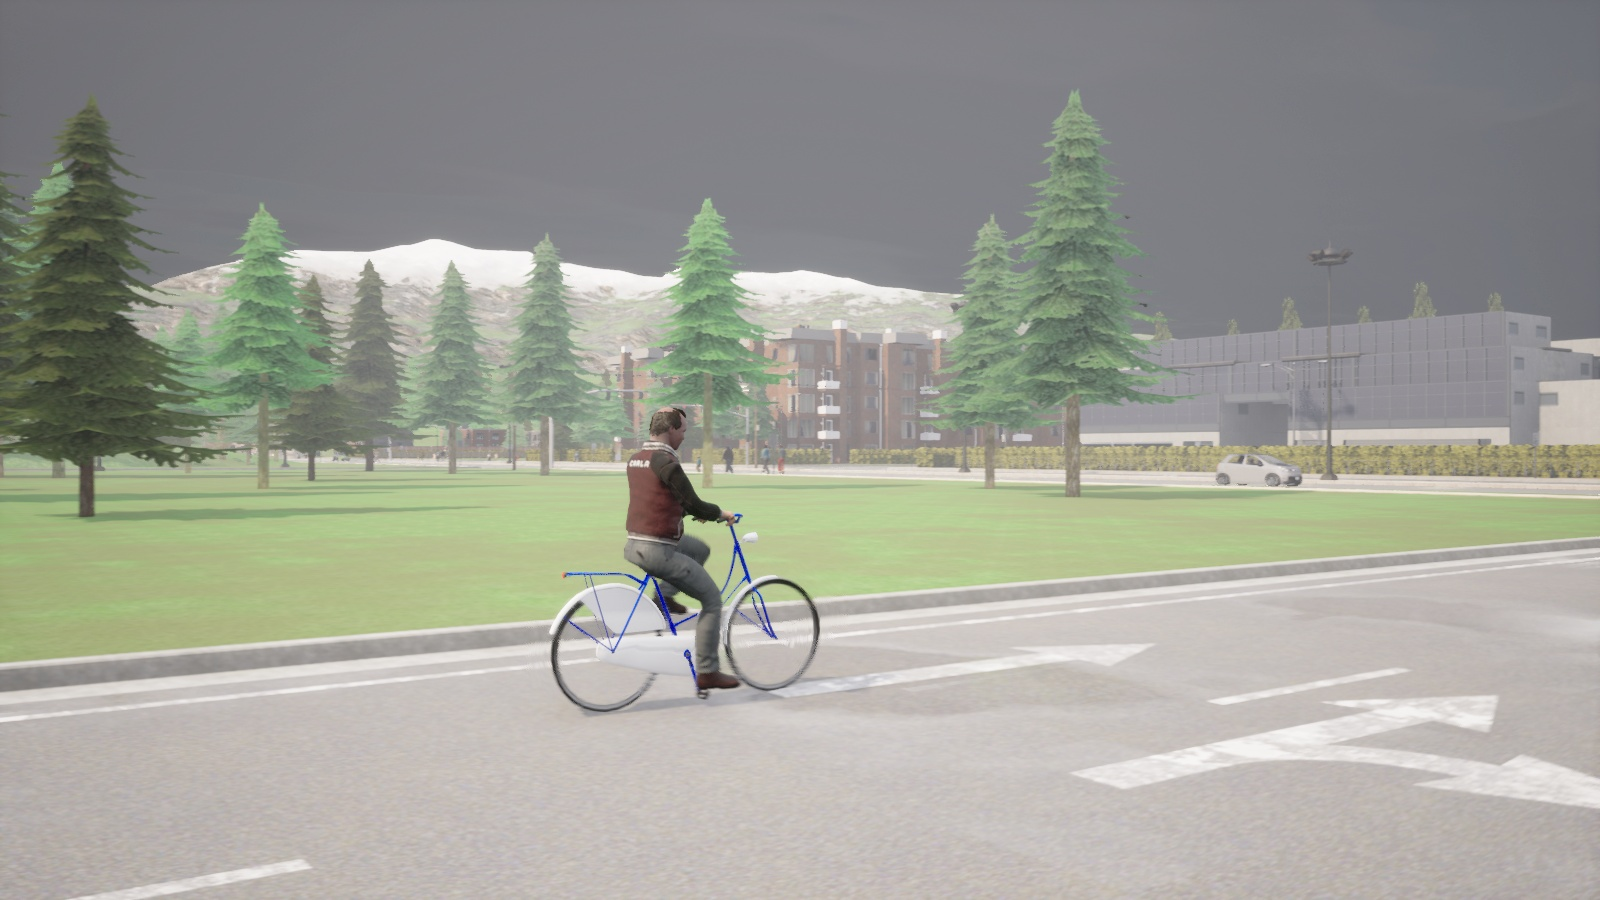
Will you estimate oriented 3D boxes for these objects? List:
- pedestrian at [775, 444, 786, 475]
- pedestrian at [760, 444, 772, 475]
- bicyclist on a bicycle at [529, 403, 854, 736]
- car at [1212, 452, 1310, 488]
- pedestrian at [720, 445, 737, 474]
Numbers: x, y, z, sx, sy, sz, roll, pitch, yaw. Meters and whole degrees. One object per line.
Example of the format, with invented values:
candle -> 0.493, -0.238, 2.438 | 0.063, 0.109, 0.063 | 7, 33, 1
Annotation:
pedestrian -> -1.183, 0.574, 76.506 | 0.353, 1.847, 0.614 | 0, 0, -33
pedestrian -> -2.094, 0.575, 76.449 | 0.396, 1.930, 0.692 | 0, 0, -36
bicyclist on a bicycle -> -0.614, 0.635, 7.496 | 1.843, 1.776, 0.659 | 0, 0, -35
car -> 20.262, 0.851, 55.244 | 1.845, 1.501, 3.633 | 0, 0, -36
pedestrian -> -4.560, 0.590, 80.055 | 0.634, 1.844, 0.899 | 0, 0, -36
